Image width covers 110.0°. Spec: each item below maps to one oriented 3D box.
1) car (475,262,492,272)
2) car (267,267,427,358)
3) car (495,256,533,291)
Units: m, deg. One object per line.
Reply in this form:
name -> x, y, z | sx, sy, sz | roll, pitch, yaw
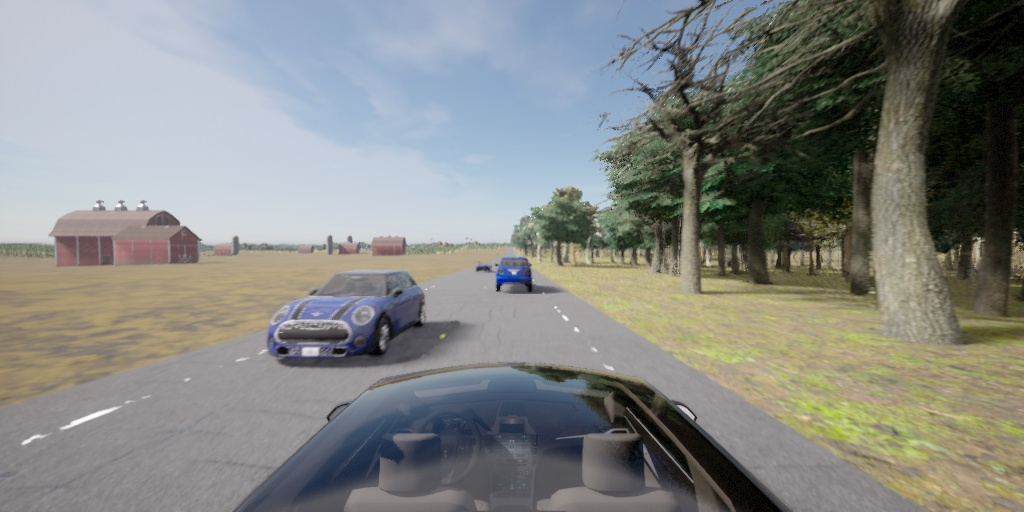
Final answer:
car -> -3.527, 1.363, 45.427 | 1.895, 1.301, 4.718 | 0, 0, 0
car -> -3.574, 1.124, 8.668 | 2.097, 1.767, 4.553 | 0, 0, 1
car -> 0.099, 1.015, 22.419 | 2.150, 2.045, 5.566 | 0, 0, 0
